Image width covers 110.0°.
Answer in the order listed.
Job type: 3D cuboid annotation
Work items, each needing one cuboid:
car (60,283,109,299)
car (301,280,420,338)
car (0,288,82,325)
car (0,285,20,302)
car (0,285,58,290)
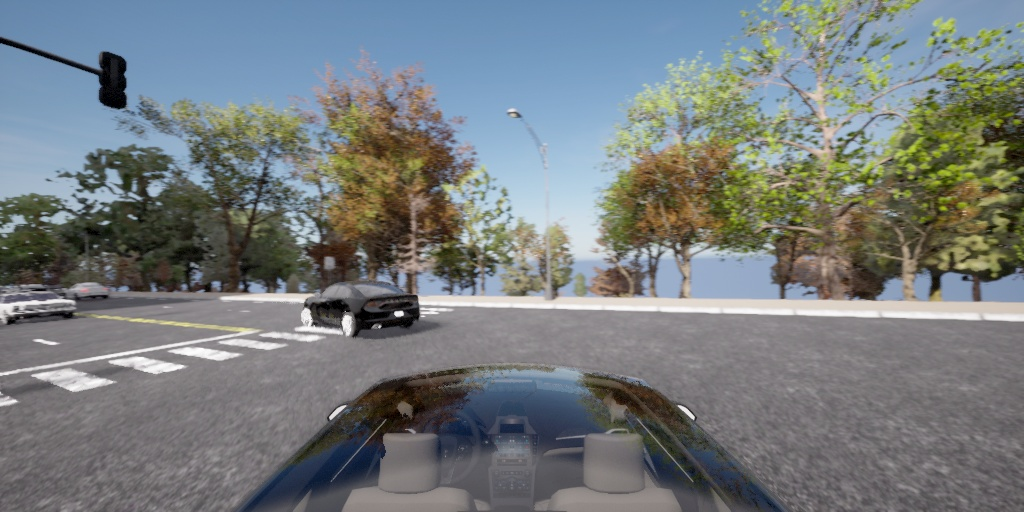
[{"bbox_3d":[-37.513,3.112,31.636,4.674,1.442,1.812,-3,-2,27],"label":"car"},{"bbox_3d":[-4.958,1.533,11.445,5.008,1.535,1.882,-3,-3,41],"label":"car"},{"bbox_3d":[-22.416,2.347,16.688,4.718,1.301,1.895,-3,-1,26],"label":"car"},{"bbox_3d":[-47.823,3.506,33.088,5.357,1.411,2.033,-3,-2,26],"label":"car"},{"bbox_3d":[-38.502,3.050,28.494,4.892,1.490,1.837,-3,-1,27],"label":"car"}]
